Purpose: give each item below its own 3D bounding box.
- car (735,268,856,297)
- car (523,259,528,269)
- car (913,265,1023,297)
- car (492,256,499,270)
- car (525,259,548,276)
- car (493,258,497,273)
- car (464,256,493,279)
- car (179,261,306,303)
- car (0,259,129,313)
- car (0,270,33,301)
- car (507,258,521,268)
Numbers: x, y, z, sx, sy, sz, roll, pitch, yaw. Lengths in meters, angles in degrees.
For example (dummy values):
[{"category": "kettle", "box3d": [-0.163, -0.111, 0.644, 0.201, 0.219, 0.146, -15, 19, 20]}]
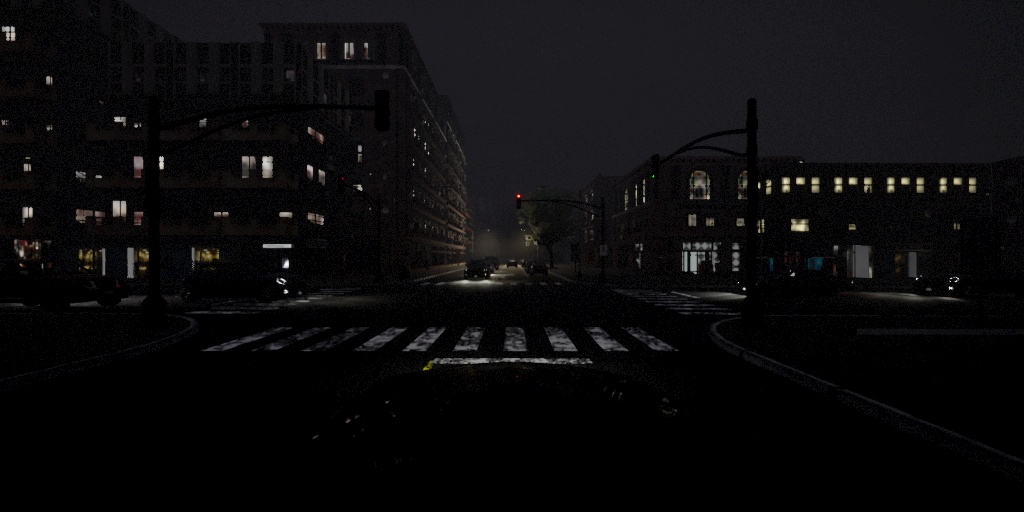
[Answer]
[{"category": "car", "box3d": [15.028, 1.372, 19.117, 5.357, 1.411, 2.033, 0, 0, 0]}, {"category": "car", "box3d": [2.701, 1.228, 42.517, 1.967, 1.591, 4.097, 0, 0, 0]}, {"category": "car", "box3d": [24.528, 1.219, 19.181, 4.553, 1.767, 2.097, 0, 0, 0]}, {"category": "car", "box3d": [-3.078, 1.028, 53.211, 2.150, 2.045, 5.566, 0, 0, 1]}, {"category": "car", "box3d": [2.699, 1.330, 36.820, 2.007, 1.370, 4.403, 0, 0, 0]}, {"category": "car", "box3d": [-3.088, 1.315, 42.579, 1.812, 1.442, 4.674, 0, 0, 0]}, {"category": "car", "box3d": [-3.065, 1.124, 32.281, 2.097, 1.767, 4.553, 0, 0, -1]}, {"category": "car", "box3d": [-11.832, 1.072, 16.052, 4.553, 1.767, 2.097, 0, 0, -4]}, {"category": "car", "box3d": [-17.273, 1.014, 13.106, 5.009, 1.841, 2.192, 0, 0, 0]}, {"category": "car", "box3d": [-24.552, 1.277, 15.645, 4.718, 1.301, 1.895, 0, 0, 0]}, {"category": "car", "box3d": [0.015, 1.319, 63.178, 2.128, 1.511, 4.902, 0, 0, 0]}]
